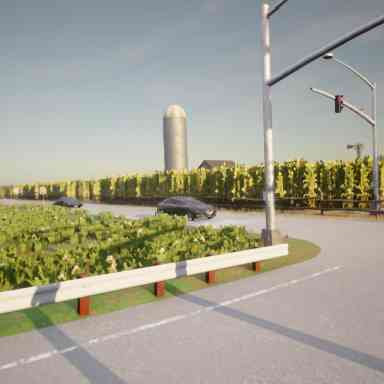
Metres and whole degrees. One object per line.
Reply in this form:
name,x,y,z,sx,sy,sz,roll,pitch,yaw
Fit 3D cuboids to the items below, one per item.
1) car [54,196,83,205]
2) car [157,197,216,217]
car,-14.584,1.211,38.945,2.033,1.411,5.357,-3,2,-40
car,-0.466,1.087,22.193,1.837,1.490,4.892,-3,2,-40
